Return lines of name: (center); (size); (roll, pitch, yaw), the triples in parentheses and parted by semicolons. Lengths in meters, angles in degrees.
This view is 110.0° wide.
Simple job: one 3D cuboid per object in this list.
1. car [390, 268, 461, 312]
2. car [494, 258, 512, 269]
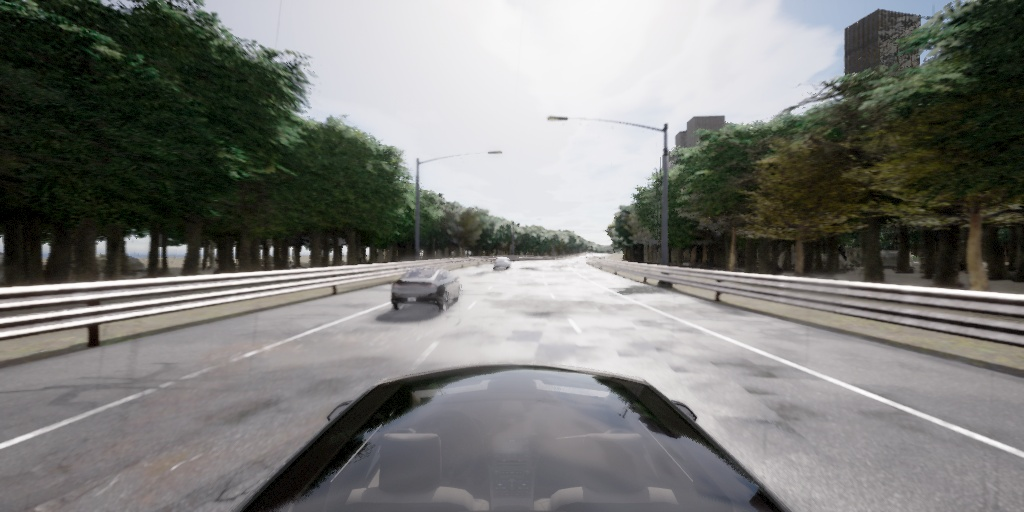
car: (-3.221, 1.212, 14.187); (2.128, 1.511, 4.902); (0, 0, 2)
car: (-1.152, 0.924, 45.911); (1.812, 1.442, 4.674); (0, 1, 7)
